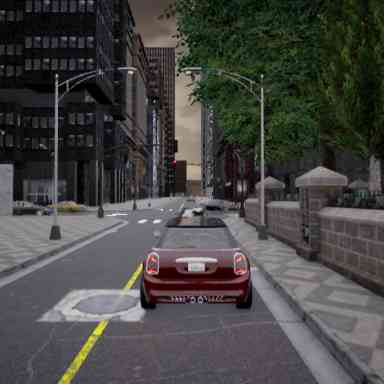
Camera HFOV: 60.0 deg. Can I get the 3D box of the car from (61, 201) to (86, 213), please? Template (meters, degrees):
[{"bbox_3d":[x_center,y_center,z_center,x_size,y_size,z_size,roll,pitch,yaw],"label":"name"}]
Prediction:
[{"bbox_3d":[-14.882,1.690,38.613,4.829,1.417,1.752,0,-1,0],"label":"car"}]

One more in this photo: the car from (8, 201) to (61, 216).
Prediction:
[{"bbox_3d":[-14.725,1.529,30.088,4.403,1.369,2.008,0,-1,0],"label":"car"}]

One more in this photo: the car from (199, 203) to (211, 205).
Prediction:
[{"bbox_3d":[0.045,1.548,18.172,1.812,1.442,4.674,0,0,0],"label":"car"}]

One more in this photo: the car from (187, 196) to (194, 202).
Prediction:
[{"bbox_3d":[-0.233,1.760,79.665,2.033,1.411,5.357,0,0,0],"label":"car"}]

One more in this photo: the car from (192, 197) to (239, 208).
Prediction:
[{"bbox_3d":[2.947,1.596,37.691,4.902,1.511,2.128,1,0,30],"label":"car"}]

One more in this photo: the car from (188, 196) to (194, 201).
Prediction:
[{"bbox_3d":[-0.264,1.744,90.084,1.812,1.442,4.674,0,0,0],"label":"car"}]

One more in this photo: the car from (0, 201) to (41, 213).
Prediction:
[{"bbox_3d":[-20.225,1.722,38.626,4.403,1.369,2.008,0,-1,0],"label":"car"}]

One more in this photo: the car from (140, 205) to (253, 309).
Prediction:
[{"bbox_3d":[0.075,1.360,8.046,2.097,1.767,4.553,0,0,0],"label":"car"}]
